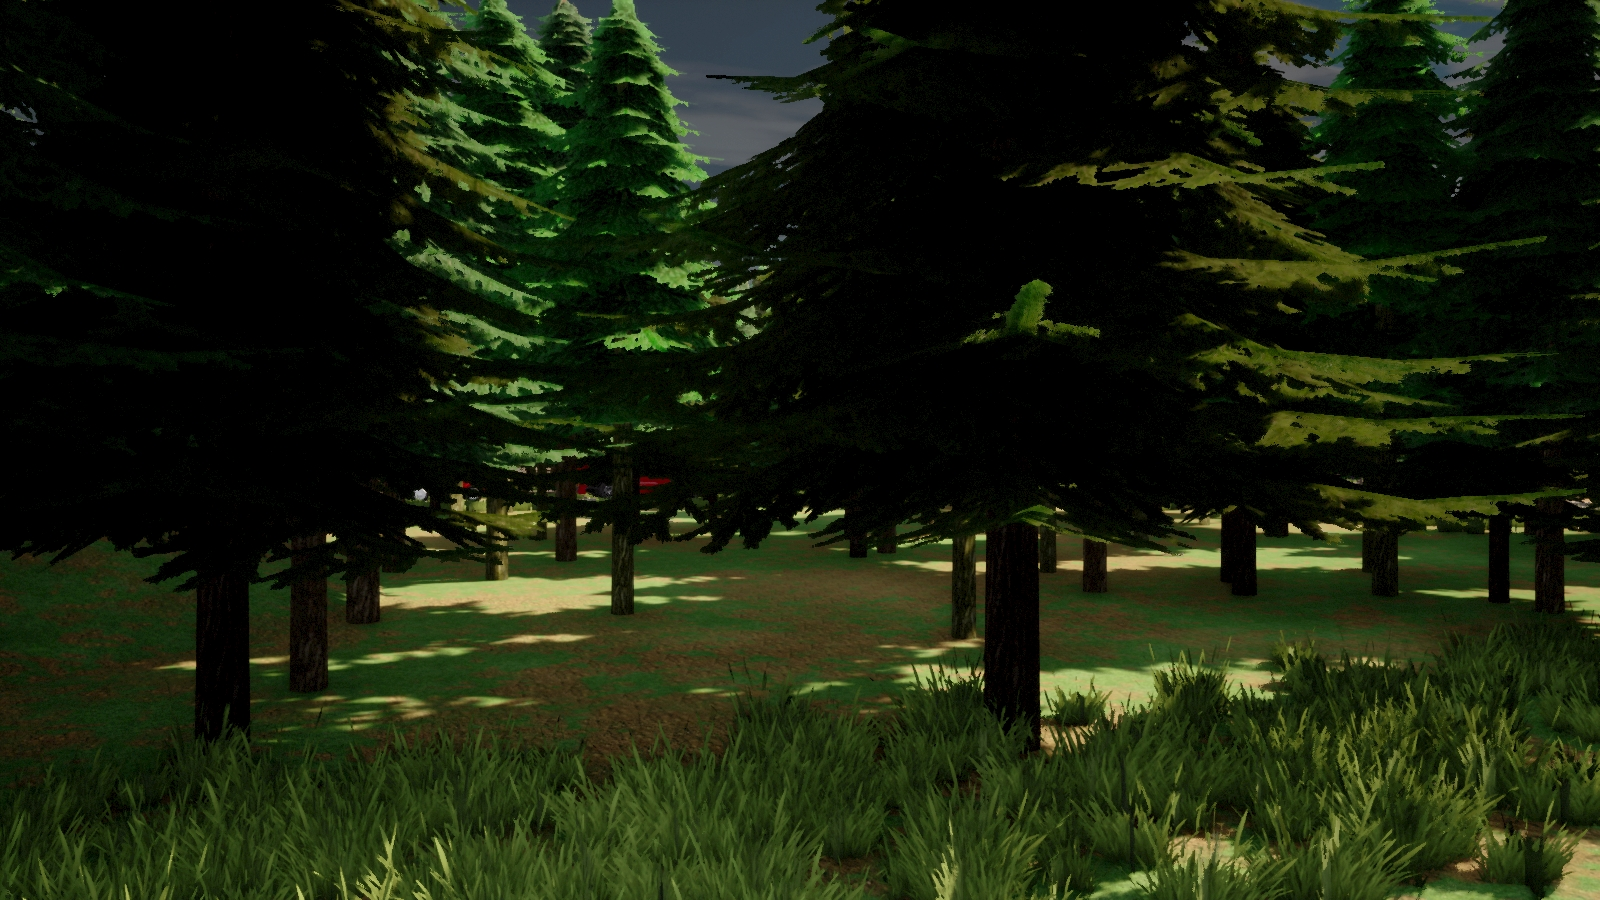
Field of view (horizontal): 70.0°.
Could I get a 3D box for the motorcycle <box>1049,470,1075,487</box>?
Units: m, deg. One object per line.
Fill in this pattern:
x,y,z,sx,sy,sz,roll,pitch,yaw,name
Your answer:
20.291,2.208,88.374,0.867,1.251,2.209,0,0,-21,motorcycle
